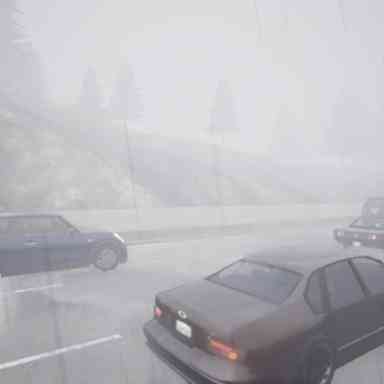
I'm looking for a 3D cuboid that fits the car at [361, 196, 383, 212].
[{"bbox_3d":[13.282,1.316,21.777,5.566,2.045,2.150,0,0,-35],"label":"car"}]

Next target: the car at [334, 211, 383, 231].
[{"bbox_3d":[7.970,1.658,13.706,4.718,1.301,1.895,0,0,-35],"label":"car"}]

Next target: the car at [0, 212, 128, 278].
[{"bbox_3d":[-4.128,1.353,9.367,4.553,1.767,2.097,0,0,-36],"label":"car"}]

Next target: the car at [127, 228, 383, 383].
[{"bbox_3d":[1.952,1.564,5.130,5.357,1.411,2.033,0,0,-35],"label":"car"}]
